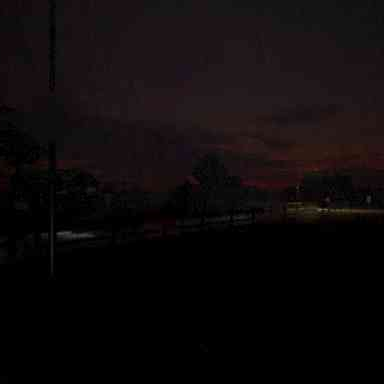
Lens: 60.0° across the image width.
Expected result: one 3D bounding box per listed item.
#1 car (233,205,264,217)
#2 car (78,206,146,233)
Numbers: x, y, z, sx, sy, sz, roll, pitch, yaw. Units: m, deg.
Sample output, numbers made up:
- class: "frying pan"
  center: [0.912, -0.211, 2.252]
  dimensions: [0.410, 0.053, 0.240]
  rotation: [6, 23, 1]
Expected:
- class: "car"
  center: [6.512, 2.127, 38.346]
  dimensions: [1.895, 1.301, 4.718]
  rotation: [0, -1, 35]
- class: "car"
  center: [-5.105, 1.741, 21.864]
  dimensions: [1.837, 1.490, 4.892]
  rotation: [0, 0, 35]
